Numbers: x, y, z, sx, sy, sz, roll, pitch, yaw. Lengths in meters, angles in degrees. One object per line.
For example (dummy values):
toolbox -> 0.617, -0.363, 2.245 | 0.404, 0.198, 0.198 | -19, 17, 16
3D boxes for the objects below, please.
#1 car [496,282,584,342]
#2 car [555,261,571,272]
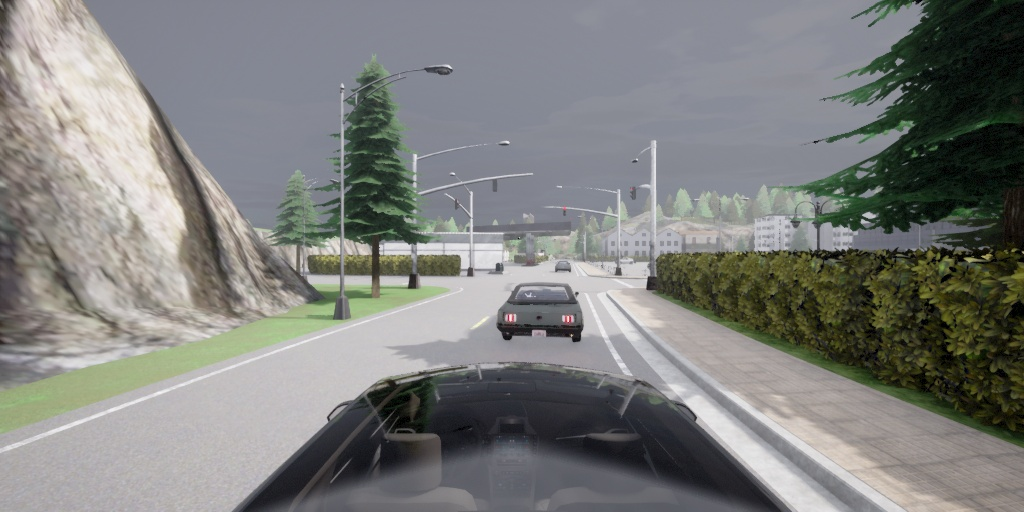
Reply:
car -> 0.882, 1.351, 9.781 | 1.895, 1.301, 4.718 | 0, 0, 8
car -> 6.466, 1.314, 45.274 | 1.994, 1.385, 4.181 | 0, 0, 9
